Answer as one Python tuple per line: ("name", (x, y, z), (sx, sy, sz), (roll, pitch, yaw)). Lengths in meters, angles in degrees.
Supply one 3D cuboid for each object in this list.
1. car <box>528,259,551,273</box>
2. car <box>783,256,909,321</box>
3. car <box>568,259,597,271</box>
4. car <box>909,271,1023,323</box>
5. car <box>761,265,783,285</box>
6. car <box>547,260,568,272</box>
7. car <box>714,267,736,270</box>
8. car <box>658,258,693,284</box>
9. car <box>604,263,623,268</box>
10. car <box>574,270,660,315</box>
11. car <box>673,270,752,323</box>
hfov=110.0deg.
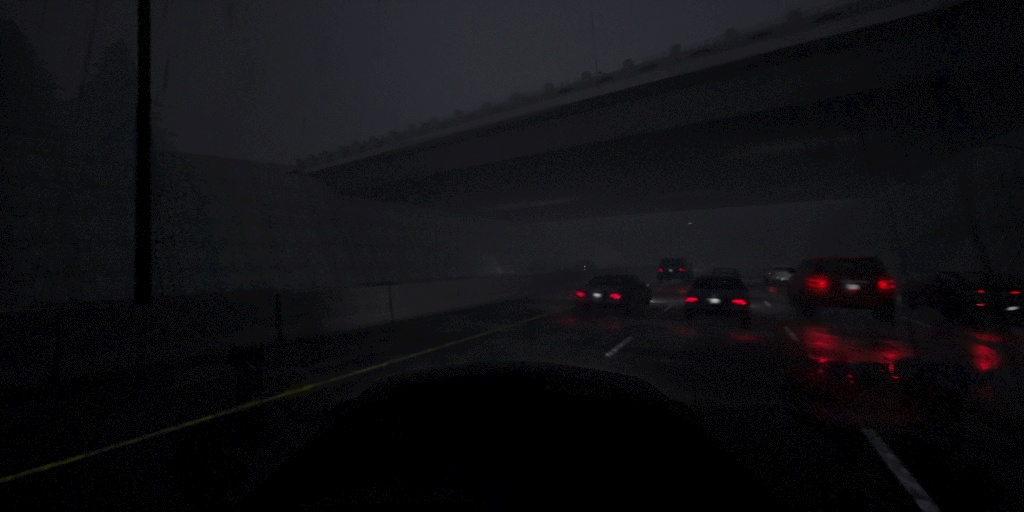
("car", (4.575, 1.525, 55.484), (2.150, 2.045, 5.566), (-1, -1, 32))
("car", (11.599, 1.019, 12.991), (2.150, 2.045, 5.566), (-1, 0, 32))
("car", (10.565, 1.446, 51.874), (2.150, 2.045, 5.566), (-1, -1, 32))
("car", (15.084, 1.253, 11.966), (2.128, 1.511, 4.902), (-1, -1, 32))
("car", (20.520, 1.421, 27.582), (1.812, 1.442, 4.674), (-1, -1, 32))
("car", (7.634, 1.743, 53.776), (1.882, 1.535, 5.008), (-1, -1, 32))
("car", (16.254, 1.522, 27.331), (1.895, 1.301, 4.718), (-1, -1, 32))
("car", (13.423, 1.186, 29.414), (2.150, 2.045, 5.566), (-1, 0, 32))
("car", (14.698, 1.745, 51.903), (2.033, 1.411, 5.357), (-1, -1, 32))
("car", (4.237, 1.407, 14.395), (2.033, 1.411, 5.357), (-1, -1, 32))
("car", (7.226, 1.368, 12.575), (2.033, 1.411, 5.357), (-1, -1, 32))
